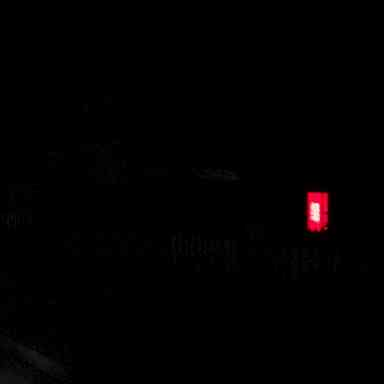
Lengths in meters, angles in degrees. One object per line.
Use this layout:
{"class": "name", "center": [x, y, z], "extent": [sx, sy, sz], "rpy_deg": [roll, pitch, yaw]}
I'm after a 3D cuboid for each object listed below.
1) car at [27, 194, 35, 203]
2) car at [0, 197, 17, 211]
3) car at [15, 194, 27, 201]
{"class": "car", "center": [-26.237, 1.071, 57.964], "extent": [4.605, 1.855, 1.932], "rpy_deg": [0, 0, 36]}
{"class": "car", "center": [-21.381, 1.530, 35.070], "extent": [1.994, 1.385, 4.181], "rpy_deg": [0, 0, 36]}
{"class": "car", "center": [-37.505, 1.263, 73.973], "extent": [4.514, 1.523, 2.007], "rpy_deg": [0, 0, 36]}
